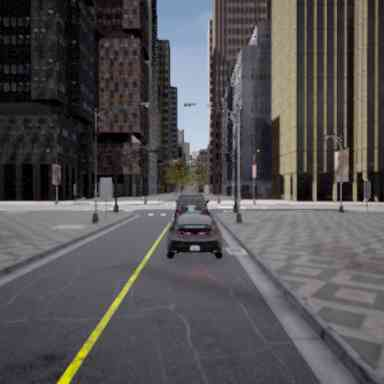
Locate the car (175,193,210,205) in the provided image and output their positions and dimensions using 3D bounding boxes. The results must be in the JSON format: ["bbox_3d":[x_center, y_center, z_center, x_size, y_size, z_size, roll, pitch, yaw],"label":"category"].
[{"bbox_3d":[0.019,1.099,22.727,2.150,2.045,5.566,0,0,1],"label":"car"}]

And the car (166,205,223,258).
[{"bbox_3d":[0.089,1.438,12.455,1.837,1.490,4.892,0,0,0],"label":"car"}]
